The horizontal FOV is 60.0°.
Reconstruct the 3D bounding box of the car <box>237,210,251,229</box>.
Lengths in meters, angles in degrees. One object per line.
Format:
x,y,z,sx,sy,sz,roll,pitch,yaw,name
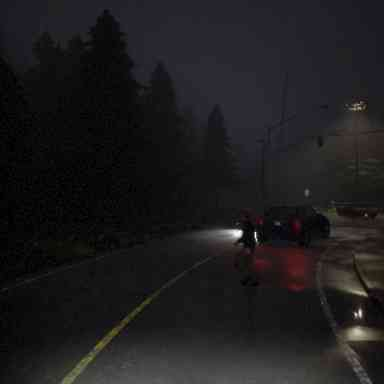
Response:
4.561,1.562,20.663,1.994,1.385,4.181,0,0,41,car

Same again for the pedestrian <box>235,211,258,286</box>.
1.299,1.293,7.862,0.375,1.860,0.375,0,0,17,pedestrian

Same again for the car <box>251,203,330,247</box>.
4.842,1.350,15.489,2.097,1.767,4.553,0,0,37,car

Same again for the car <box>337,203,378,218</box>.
14.647,1.614,29.808,1.895,1.301,4.718,0,0,5,car
